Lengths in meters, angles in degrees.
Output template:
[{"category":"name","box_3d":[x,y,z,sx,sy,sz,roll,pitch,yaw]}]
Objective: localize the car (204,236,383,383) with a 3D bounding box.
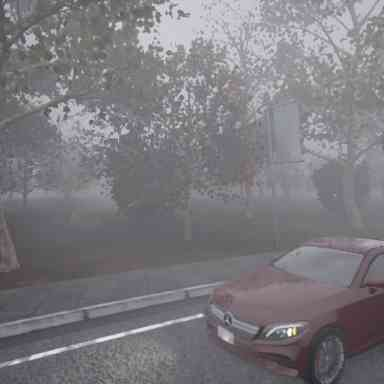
[{"category":"car","box_3d":[2.395,1.495,5.324,4.674,1.442,1.812,0,0,-32]}]
